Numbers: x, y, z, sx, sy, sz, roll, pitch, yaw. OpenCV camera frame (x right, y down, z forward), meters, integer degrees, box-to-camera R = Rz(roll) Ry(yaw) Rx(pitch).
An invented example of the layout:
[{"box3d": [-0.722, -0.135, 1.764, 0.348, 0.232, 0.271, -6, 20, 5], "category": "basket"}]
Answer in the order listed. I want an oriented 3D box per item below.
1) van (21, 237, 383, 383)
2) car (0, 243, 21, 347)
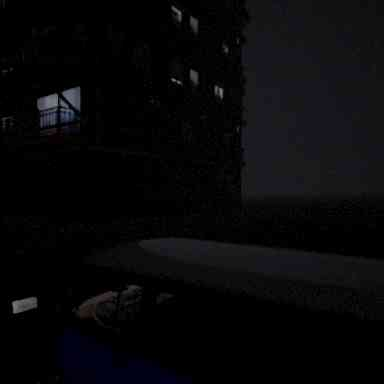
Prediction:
[{"box3d": [0.662, 1.338, 2.405, 3.998, 1.788, 1.690, 0, 0, 36], "category": "van"}, {"box3d": [-3.927, 1.542, 5.679, 4.313, 1.339, 1.947, 0, 0, 36], "category": "car"}]
